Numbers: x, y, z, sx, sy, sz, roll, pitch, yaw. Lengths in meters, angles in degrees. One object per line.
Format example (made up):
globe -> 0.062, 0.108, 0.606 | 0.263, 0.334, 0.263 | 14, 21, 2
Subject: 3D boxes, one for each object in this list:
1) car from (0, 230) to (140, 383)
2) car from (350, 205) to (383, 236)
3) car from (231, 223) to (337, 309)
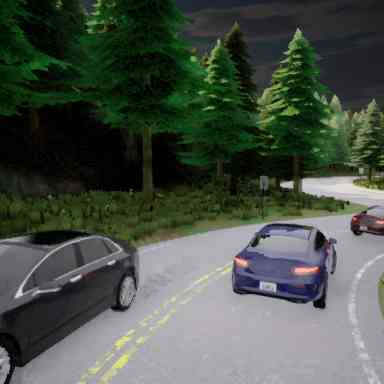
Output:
car -> -2.458, 1.431, 5.027 | 1.837, 1.490, 4.892 | 0, 1, 17
car -> 9.264, 1.336, 15.516 | 4.674, 1.442, 1.812 | -1, 5, -34
car -> 2.358, 1.486, 7.971 | 1.812, 1.442, 4.674 | 2, 2, 26
